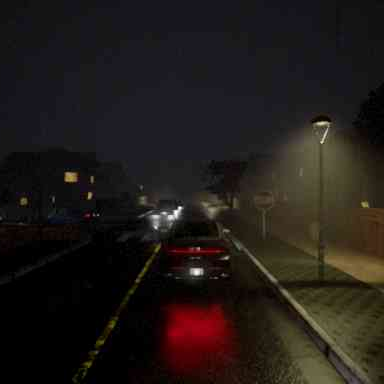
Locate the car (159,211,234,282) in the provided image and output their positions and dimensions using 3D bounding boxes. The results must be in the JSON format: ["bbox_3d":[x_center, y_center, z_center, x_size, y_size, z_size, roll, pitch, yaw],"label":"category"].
[{"bbox_3d":[0.102,1.514,9.766,1.837,1.490,4.892,0,0,0],"label":"car"}]

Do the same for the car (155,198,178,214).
[{"bbox_3d":[-2.841,1.576,35.861,1.837,1.490,4.892,0,0,0],"label":"car"}]

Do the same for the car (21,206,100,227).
[{"bbox_3d":[-9.387,1.742,23.917,5.357,1.411,2.033,-1,-3,11],"label":"car"}]

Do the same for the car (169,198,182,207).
[{"bbox_3d":[-2.799,1.761,56.929,1.895,1.301,4.718,0,0,0],"label":"car"}]

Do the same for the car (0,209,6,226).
[{"bbox_3d":[-14.998,1.374,21.565,5.566,2.045,2.150,-1,-3,7],"label":"car"}]

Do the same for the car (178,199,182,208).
[{"bbox_3d":[-2.833,1.708,45.738,1.895,1.301,4.718,0,0,0],"label":"car"}]
